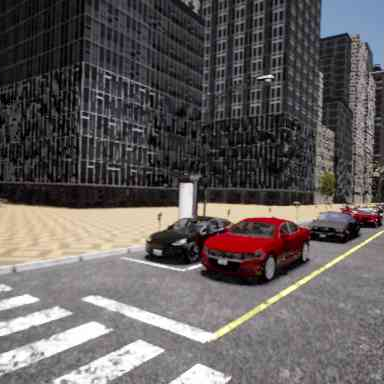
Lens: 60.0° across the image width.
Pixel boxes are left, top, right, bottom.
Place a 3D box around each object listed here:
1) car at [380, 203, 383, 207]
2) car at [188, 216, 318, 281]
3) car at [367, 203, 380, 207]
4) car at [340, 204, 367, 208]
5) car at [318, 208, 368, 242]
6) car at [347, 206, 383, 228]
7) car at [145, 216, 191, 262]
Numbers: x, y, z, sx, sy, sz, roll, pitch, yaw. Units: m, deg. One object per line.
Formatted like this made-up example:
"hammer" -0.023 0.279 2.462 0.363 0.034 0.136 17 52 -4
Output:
"car" 29.427 2.559 52.434 2.008 1.369 4.403 2 0 36
"car" 2.196 1.541 10.421 1.882 1.535 5.008 2 0 35
"car" 22.838 2.301 43.337 1.752 1.417 4.829 2 0 36
"car" 16.450 1.991 34.515 1.967 1.590 4.097 2 0 36
"car" 8.002 1.809 18.439 2.033 1.411 5.357 2 0 36
"car" 14.054 2.072 26.788 1.895 1.301 4.718 2 0 36
"car" 0.221 1.557 12.118 1.947 1.339 4.313 2 0 36
